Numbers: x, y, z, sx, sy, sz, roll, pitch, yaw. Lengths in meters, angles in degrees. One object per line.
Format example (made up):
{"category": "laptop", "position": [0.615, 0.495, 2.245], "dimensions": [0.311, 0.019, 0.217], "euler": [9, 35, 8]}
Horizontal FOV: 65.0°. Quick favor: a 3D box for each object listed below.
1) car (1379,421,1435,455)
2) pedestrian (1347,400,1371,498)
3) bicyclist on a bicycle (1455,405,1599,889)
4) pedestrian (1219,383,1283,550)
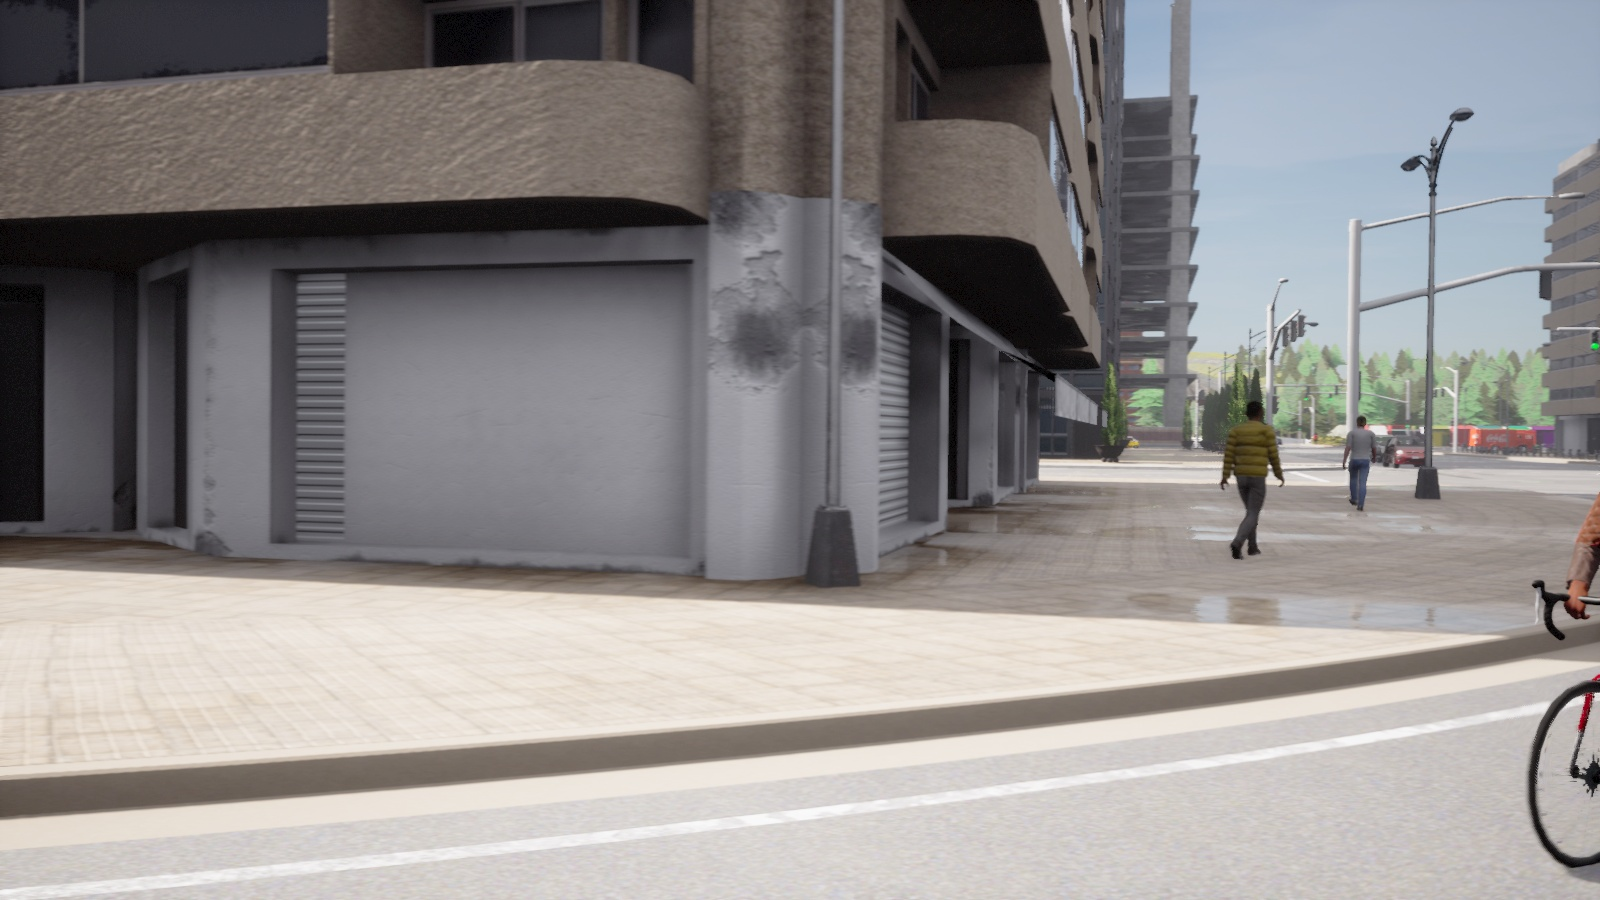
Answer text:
{"category": "car", "position": [30.384, -0.606, 62.958], "dimensions": [1.851, 1.617, 3.988], "euler": [0, 1, 15]}
{"category": "pedestrian", "position": [10.727, -0.024, 24.119], "dimensions": [0.354, 1.836, 0.706], "euler": [0, 1, 20]}
{"category": "bicyclist on a bicycle", "position": [3.294, 0.642, 4.770], "dimensions": [1.656, 1.620, 0.582], "euler": [-1, 1, -28]}
{"category": "pedestrian", "position": [5.129, 0.176, 14.274], "dimensions": [0.431, 1.840, 0.709], "euler": [0, 1, 44]}
